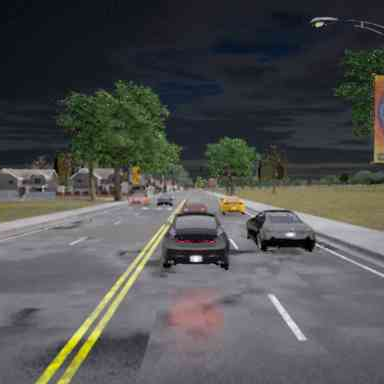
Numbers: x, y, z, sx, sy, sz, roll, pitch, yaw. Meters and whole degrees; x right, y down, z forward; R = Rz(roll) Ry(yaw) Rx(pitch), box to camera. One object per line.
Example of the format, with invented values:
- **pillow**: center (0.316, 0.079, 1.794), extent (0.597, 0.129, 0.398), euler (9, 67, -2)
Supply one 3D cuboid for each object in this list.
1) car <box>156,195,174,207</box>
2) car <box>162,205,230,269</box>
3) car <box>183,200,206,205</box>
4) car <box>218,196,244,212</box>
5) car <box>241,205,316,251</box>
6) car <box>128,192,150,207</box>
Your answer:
- **car**: center (-3.193, 1.062, 40.380), extent (2.033, 1.411, 5.357), euler (0, 1, 0)
- **car**: center (0.116, 1.377, 10.680), extent (1.837, 1.490, 4.892), euler (0, 1, 0)
- **car**: center (0.184, 1.283, 26.657), extent (1.895, 1.301, 4.718), euler (0, 1, 0)
- **car**: center (3.453, 1.124, 29.643), extent (1.882, 1.535, 5.008), euler (0, 1, 0)
- **car**: center (3.387, 1.404, 13.393), extent (1.994, 1.385, 4.181), euler (0, 1, 0)
- **car**: center (-6.436, 0.860, 40.726), extent (2.097, 1.767, 4.553), euler (0, 1, 0)
